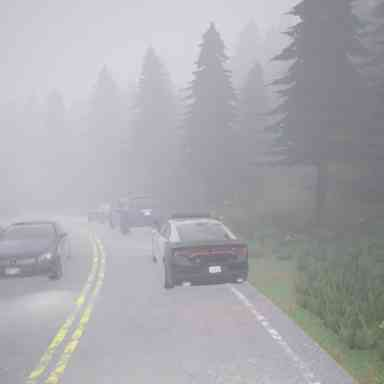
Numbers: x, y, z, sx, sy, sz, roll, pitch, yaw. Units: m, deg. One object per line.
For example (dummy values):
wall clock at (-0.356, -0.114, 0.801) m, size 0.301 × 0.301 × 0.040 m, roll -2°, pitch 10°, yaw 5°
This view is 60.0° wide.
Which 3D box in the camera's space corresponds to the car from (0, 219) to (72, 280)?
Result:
car at (-4.714, 1.579, 9.919) m, size 1.812 × 1.442 × 4.674 m, roll -1°, pitch 0°, yaw -15°

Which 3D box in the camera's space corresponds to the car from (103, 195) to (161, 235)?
car at (-3.387, 1.204, 19.364) m, size 2.150 × 2.045 × 5.566 m, roll -2°, pitch 1°, yaw -25°

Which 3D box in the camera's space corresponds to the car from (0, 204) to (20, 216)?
car at (-23.070, 2.192, 41.127) m, size 4.718 × 1.301 × 1.895 m, roll -2°, pitch 2°, yaw 43°

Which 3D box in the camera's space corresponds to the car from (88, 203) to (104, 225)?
car at (-6.417, 1.548, 24.927) m, size 1.812 × 1.442 × 4.674 m, roll -3°, pitch 1°, yaw -32°

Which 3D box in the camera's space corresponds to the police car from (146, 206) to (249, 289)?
police car at (-0.058, 1.397, 9.400) m, size 1.930 × 1.638 × 5.238 m, roll -1°, pitch 0°, yaw -12°
